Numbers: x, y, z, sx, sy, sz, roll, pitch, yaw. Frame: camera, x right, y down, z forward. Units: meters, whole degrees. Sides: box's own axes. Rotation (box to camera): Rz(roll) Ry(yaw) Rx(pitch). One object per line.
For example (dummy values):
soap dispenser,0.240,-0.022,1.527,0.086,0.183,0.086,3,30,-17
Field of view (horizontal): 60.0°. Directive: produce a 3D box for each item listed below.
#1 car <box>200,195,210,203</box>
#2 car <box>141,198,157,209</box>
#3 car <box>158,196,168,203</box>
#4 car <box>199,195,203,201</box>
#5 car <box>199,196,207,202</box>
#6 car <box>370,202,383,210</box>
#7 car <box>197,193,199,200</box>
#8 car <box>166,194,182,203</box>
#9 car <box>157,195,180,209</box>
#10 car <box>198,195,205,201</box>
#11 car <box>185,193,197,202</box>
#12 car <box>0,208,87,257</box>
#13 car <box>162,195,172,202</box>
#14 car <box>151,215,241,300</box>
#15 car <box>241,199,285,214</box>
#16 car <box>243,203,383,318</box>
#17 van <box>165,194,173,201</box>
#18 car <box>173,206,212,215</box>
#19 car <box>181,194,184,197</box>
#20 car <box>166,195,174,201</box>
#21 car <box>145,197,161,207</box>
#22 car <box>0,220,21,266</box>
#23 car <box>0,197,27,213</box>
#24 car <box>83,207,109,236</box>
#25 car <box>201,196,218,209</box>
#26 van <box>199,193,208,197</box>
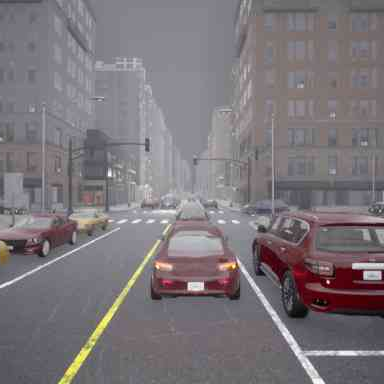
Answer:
car,2.618,1.594,51.257,1.802,1.307,4.206,1,0,0
car,-5.901,1.555,45.583,1.887,1.381,4.507,1,0,0
car,-5.927,1.601,68.274,1.802,1.307,4.206,1,0,0
car,2.612,1.596,56.930,1.802,1.307,4.206,1,0,0
car,2.586,1.608,79.623,1.802,1.307,4.206,1,0,0
car,20.558,1.434,32.770,5.566,2.045,2.150,1,-1,0
car,2.602,1.334,68.277,2.192,1.841,5.009,1,0,0
car,-3.151,1.561,55.346,2.033,1.411,5.357,0,0,0
car,-3.135,1.502,45.495,2.128,1.511,4.902,0,0,1
car,2.573,1.599,90.970,1.947,1.339,4.313,1,0,0
car,-0.083,1.564,76.426,2.033,1.411,5.357,0,0,0
car,-5.864,1.547,12.938,1.887,1.381,4.507,1,0,0
car,-5.938,1.465,79.620,1.967,1.590,4.097,1,0,0
car,0.076,1.527,8.268,1.812,1.442,4.674,0,0,0
car,7.162,1.447,32.829,4.553,1.767,2.097,0,-1,0
car,2.670,1.317,7.315,2.192,1.841,5.009,1,0,0
van,-5.944,1.370,85.293,1.690,1.788,3.998,1,0,0
car,0.043,1.605,17.446,1.895,1.301,4.718,0,0,0
car,-3.105,1.565,65.774,2.033,1.411,5.357,0,0,1
car,-5.952,1.614,90.965,1.802,1.307,4.206,1,0,0
car,-5.907,1.556,51.256,1.887,1.381,4.507,1,0,0
car,-5.857,1.526,7.144,1.752,1.417,4.829,1,0,0
car,-17.294,1.197,29.740,4.553,1.767,2.097,1,-1,0
car,-5.870,1.529,18.393,1.752,1.417,4.829,1,0,0
car,2.625,1.592,45.583,1.802,1.307,4.206,1,0,0
van,2.608,1.357,62.604,1.690,1.788,3.998,1,0,0
